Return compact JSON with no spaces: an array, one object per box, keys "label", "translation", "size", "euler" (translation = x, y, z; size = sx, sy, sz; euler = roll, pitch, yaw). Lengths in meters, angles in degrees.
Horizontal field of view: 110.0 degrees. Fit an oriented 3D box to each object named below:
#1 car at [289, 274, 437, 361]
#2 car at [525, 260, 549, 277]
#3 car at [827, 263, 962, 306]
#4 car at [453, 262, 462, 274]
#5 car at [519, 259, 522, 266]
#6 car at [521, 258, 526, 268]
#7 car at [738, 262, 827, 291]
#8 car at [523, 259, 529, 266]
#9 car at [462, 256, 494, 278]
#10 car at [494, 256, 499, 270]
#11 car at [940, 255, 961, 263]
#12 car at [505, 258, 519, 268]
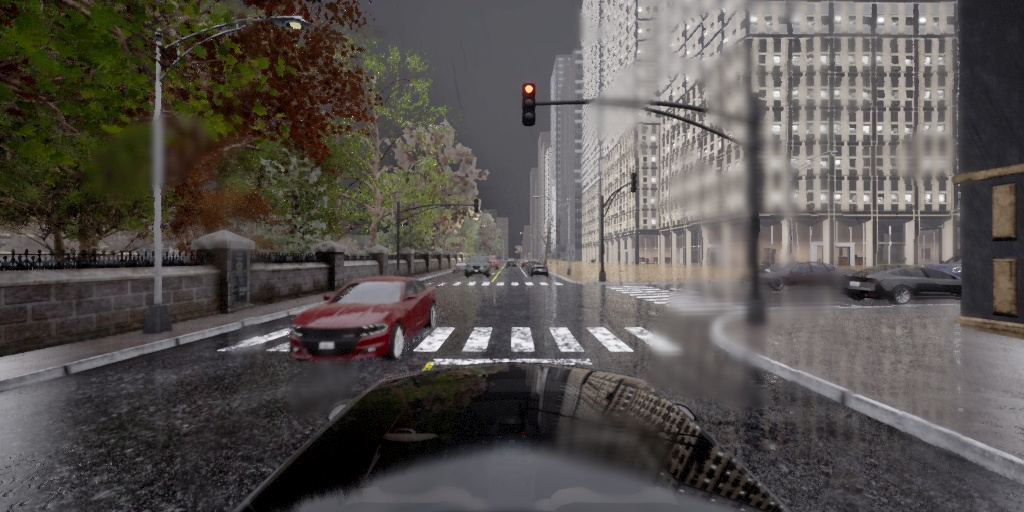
[{"label":"car","translation":[-3.112,1.228,8.510],"size":[1.882,1.535,5.008],"euler":[0,0,0]},{"label":"car","translation":[2.625,1.330,35.720],"size":[1.948,1.339,4.313],"euler":[0,0,0]},{"label":"car","translation":[14.663,1.026,13.160],"size":[4.313,1.339,1.948],"euler":[0,0,0]},{"label":"car","translation":[-5.766,1.350,41.337],"size":[1.802,1.307,4.207],"euler":[0,0,0]},{"label":"car","translation":[2.573,1.336,63.883],"size":[1.888,1.381,4.507],"euler":[0,0,0]},{"label":"car","translation":[2.604,1.338,46.985],"size":[1.948,1.339,4.313],"euler":[0,0,0]},{"label":"car","translation":[15.107,1.025,18.958],"size":[5.357,1.411,2.033],"euler":[-1,0,0]},{"label":"car","translation":[2.615,1.334,41.353],"size":[1.948,1.339,4.313],"euler":[0,0,0]},{"label":"car","translation":[-3.161,0.985,34.372],"size":[2.150,2.045,5.566],"euler":[0,0,0]},{"label":"car","translation":[-3.188,1.005,54.576],"size":[2.150,2.045,5.566],"euler":[0,-1,0]},{"label":"car","translation":[24.505,0.669,19.025],"size":[4.553,1.767,2.097],"euler":[-1,0,0]},{"label":"car","translation":[-0.116,1.294,62.551],"size":[1.837,1.490,4.892],"euler":[0,0,0]}]
